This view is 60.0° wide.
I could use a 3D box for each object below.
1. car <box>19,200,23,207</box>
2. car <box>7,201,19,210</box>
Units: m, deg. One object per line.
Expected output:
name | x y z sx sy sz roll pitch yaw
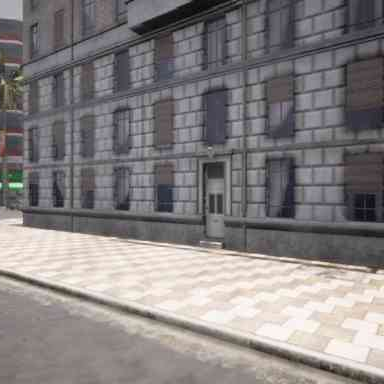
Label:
car | -17.746 1.526 40.112 1.812 1.442 4.674 0 0 36
car | -20.842 1.564 41.796 1.994 1.385 4.181 0 0 36
